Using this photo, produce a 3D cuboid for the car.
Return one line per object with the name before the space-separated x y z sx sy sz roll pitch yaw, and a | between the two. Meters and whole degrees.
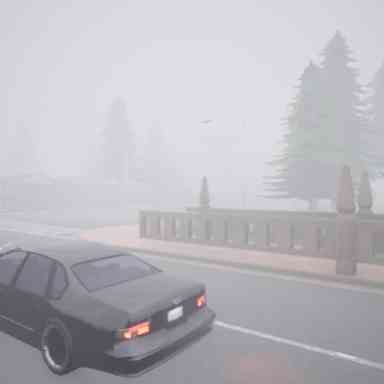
car | -2.241 1.550 5.569 5.357 1.411 2.033 0 0 36
